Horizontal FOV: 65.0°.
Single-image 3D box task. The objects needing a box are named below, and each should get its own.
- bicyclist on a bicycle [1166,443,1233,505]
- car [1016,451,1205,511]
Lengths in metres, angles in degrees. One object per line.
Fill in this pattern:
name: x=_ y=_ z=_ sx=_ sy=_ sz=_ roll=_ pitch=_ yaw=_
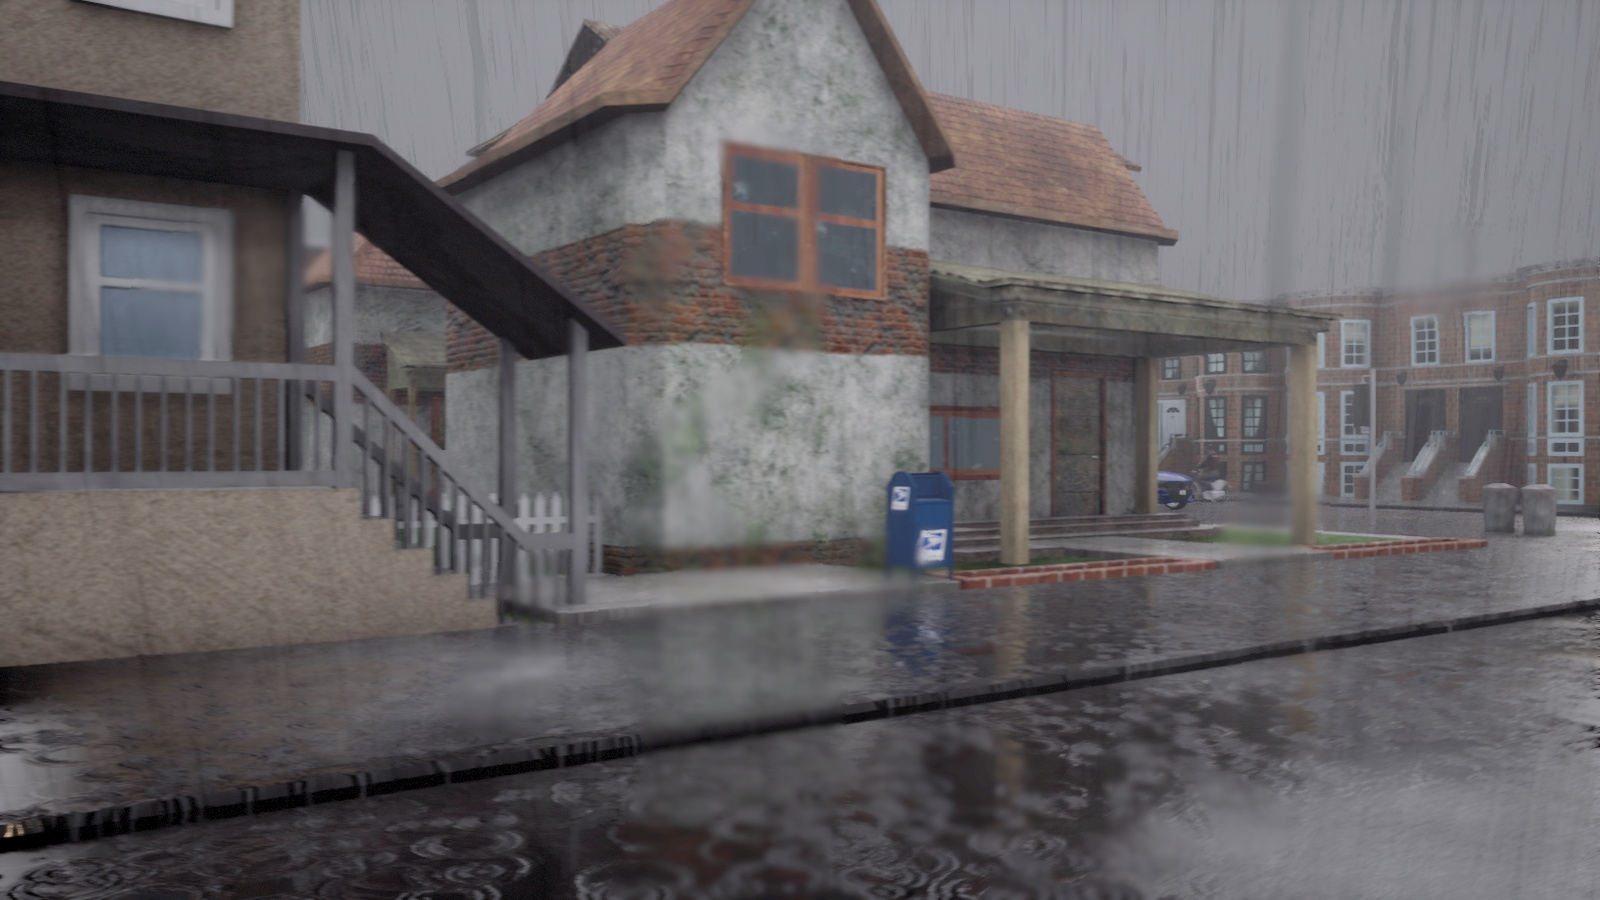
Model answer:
bicyclist on a bicycle: x=11.623 y=0.681 z=36.610 sx=0.659 sy=1.776 sz=1.843 roll=0 pitch=0 yaw=-35
car: x=8.365 y=0.789 z=34.300 sx=1.882 sy=1.535 sz=5.008 roll=0 pitch=0 yaw=-35
